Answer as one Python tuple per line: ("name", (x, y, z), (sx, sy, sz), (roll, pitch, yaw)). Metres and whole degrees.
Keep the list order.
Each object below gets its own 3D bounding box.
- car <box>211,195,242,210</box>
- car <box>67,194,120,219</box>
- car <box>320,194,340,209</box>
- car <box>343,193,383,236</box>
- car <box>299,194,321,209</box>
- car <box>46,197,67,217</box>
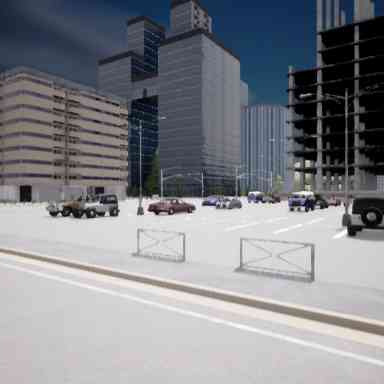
("car", (4.408, 1.365, 39.810), (1.970, 1.475, 3.806), (0, 0, 34))
("car", (-7.610, 1.125, 26.848), (1.905, 1.878, 3.866), (0, 0, 34))
("car", (20.039, 1.334, 47.476), (1.784, 1.438, 3.905), (0, 0, 34))
("car", (8.674, 1.122, 15.897), (1.905, 1.878, 3.866), (0, 0, 34))
("car", (17.640, 1.366, 49.097), (1.970, 1.475, 3.806), (0, 0, 34))
("car", (-9.978, 1.122, 28.513), (1.932, 1.855, 4.605), (0, 0, 34))
